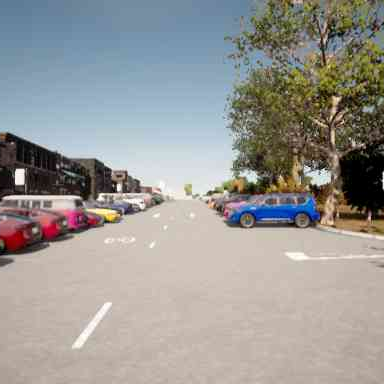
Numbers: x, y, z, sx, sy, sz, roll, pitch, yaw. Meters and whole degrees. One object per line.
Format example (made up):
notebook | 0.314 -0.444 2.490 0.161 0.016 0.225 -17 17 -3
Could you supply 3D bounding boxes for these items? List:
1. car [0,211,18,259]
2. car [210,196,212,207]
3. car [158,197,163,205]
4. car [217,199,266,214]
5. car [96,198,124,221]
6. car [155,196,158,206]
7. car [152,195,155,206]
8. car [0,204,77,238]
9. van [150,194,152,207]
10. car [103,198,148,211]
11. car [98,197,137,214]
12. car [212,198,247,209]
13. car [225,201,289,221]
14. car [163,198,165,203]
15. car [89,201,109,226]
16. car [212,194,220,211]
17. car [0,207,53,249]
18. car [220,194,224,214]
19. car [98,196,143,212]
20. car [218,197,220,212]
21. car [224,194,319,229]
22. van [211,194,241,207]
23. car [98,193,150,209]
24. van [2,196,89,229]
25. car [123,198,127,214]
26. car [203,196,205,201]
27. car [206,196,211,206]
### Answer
car | -8.000 1.426 9.306 5.008 1.535 2.097 0 0 0
car | 5.079 1.472 40.255 5.008 1.535 2.097 0 0 0
car | -7.959 1.272 54.156 5.566 2.045 2.435 0 0 0
car | 5.114 1.482 34.685 4.792 1.488 2.163 0 0 0
car | -7.809 1.427 23.323 5.366 1.575 1.946 0 0 0
car | -8.022 1.384 51.354 4.553 1.767 2.185 0 0 0
car | -7.999 1.491 45.745 4.892 1.521 2.231 0 0 0
car | -8.024 1.457 14.913 4.792 1.488 2.163 0 0 0
van | -7.878 1.254 42.944 4.442 1.987 1.878 0 0 0
car | -8.000 1.470 40.139 5.008 1.535 2.097 0 0 0
car | -8.024 1.472 31.731 4.792 1.488 2.163 0 0 0
car | 5.084 1.531 45.826 4.674 1.452 2.002 0 0 0
car | 5.082 1.474 26.454 4.674 1.452 2.002 0 0 0
car | -7.945 1.326 62.566 5.566 2.045 2.435 0 0 0
car | -7.965 1.459 20.520 4.792 1.488 2.163 0 0 0
car | 5.057 1.193 31.902 5.566 2.045 2.435 0 0 0
car | -8.024 1.456 12.110 4.792 1.488 2.163 0 0 0
car | 5.056 1.180 23.547 5.566 2.045 2.435 0 0 0
car | -7.999 1.452 34.528 4.892 1.521 2.231 0 0 0
car | 5.080 1.439 29.115 5.008 1.535 2.097 0 0 0
car | 5.057 1.179 20.885 5.566 2.045 2.435 0 0 0
van | 5.206 1.285 51.399 4.442 1.987 1.878 0 0 0
car | -7.966 1.209 37.336 5.566 2.045 2.435 0 0 0
van | -8.111 1.202 17.716 4.442 1.987 1.878 0 0 0
car | -8.000 1.432 26.123 5.008 1.535 2.097 0 0 0
car | 5.111 1.577 62.534 5.008 1.535 2.097 0 -1 0
car | 4.900 1.478 43.041 5.366 1.575 1.946 0 0 0
